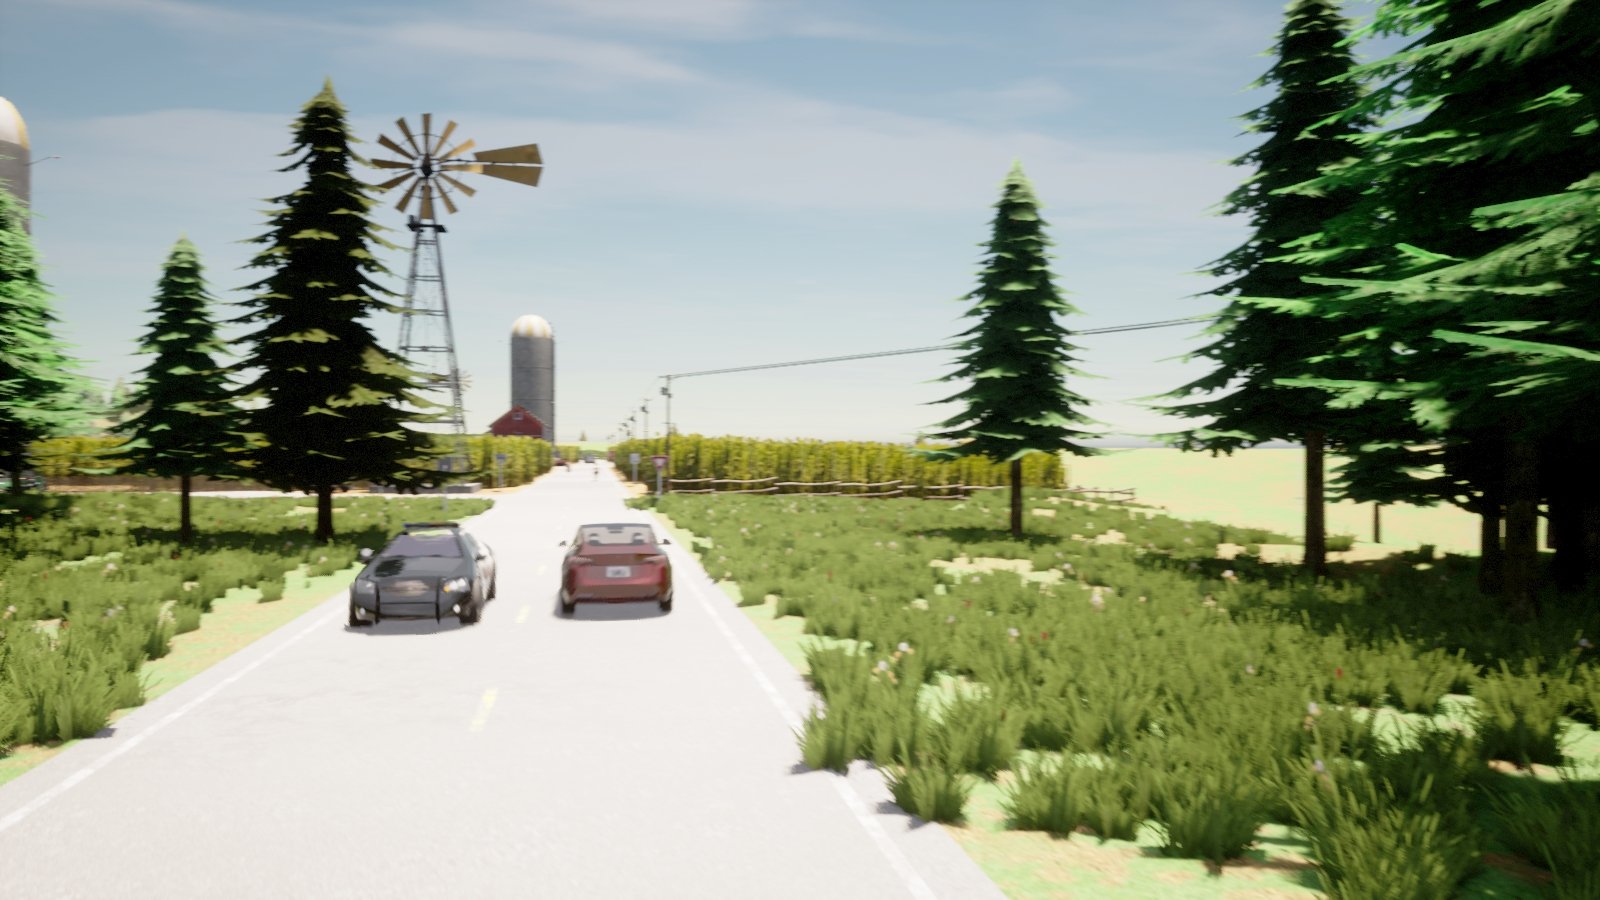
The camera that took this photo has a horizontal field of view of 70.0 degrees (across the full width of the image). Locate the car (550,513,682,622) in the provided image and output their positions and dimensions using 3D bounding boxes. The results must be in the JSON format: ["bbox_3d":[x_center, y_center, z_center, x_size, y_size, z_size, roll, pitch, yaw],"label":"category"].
[{"bbox_3d":[-3.455,2.068,21.246,2.163,1.488,4.792,0,0,-10],"label":"car"}]

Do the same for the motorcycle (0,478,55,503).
[{"bbox_3d":[-40.274,2.092,59.485,2.356,1.277,0.764,0,0,-10],"label":"motorcycle"}]

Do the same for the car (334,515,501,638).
[{"bbox_3d":[-6.417,2.047,19.738,2.038,1.542,4.974,0,0,-10],"label":"car"}]
